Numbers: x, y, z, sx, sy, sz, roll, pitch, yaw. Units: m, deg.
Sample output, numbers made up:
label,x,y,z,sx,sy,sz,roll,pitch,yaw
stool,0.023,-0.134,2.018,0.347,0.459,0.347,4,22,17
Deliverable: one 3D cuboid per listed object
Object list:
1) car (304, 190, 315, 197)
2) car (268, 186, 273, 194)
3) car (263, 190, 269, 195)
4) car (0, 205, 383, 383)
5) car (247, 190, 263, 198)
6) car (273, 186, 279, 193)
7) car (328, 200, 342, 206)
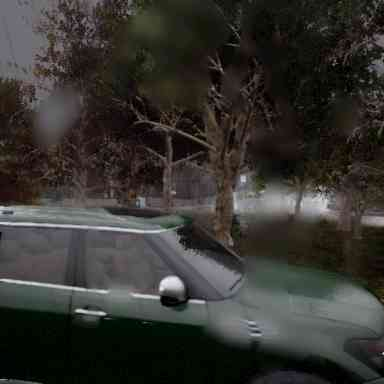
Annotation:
label,x,y,z,sx,sy,sz,roll,pitch,yaw
car,26.369,0.064,74.342,2.150,2.045,5.566,0,3,26
car,18.687,-0.137,85.272,1.946,1.575,5.366,0,3,26
car,16.302,0.160,80.297,1.946,1.575,5.366,0,3,26
car,-0.726,1.206,3.786,5.566,2.045,2.150,1,0,12
car,13.909,0.458,75.329,1.946,1.575,5.366,0,3,26
car,21.193,-0.696,90.489,2.435,2.045,5.566,0,3,26
car,19.597,1.779,44.504,1.994,1.385,4.181,0,1,7
